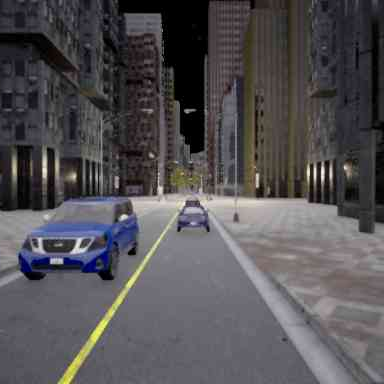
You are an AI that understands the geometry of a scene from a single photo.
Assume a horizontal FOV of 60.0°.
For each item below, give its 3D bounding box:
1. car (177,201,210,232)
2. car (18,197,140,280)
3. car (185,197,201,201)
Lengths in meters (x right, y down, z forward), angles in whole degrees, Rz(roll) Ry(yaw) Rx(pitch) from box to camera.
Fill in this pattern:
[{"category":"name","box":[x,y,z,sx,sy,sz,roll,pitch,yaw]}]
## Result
[{"category":"car","box":[0.087,1.478,19.807,1.812,1.442,4.674,0,0,0]},{"category":"car","box":[-3.012,1.197,10.228,2.150,2.045,5.566,0,0,1]},{"category":"car","box":[0.091,1.364,43.622,1.882,1.535,5.008,0,0,0]}]
